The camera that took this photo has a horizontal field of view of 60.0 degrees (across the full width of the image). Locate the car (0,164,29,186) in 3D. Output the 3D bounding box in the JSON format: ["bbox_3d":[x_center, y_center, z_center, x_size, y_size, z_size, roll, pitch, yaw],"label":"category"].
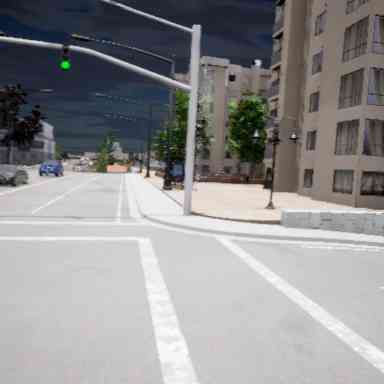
[{"bbox_3d":[-14.594,-1.453,26.393,2.097,1.767,4.553,2,4,-12],"label":"car"}]

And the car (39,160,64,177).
[{"bbox_3d":[-17.825,-3.024,42.423,2.150,2.045,5.566,2,4,-11],"label":"car"}]
